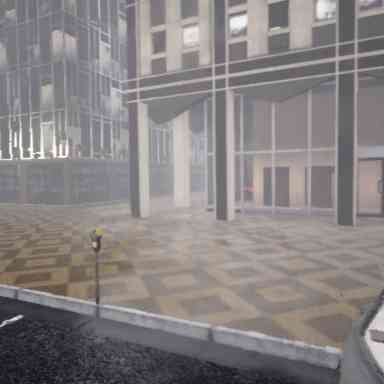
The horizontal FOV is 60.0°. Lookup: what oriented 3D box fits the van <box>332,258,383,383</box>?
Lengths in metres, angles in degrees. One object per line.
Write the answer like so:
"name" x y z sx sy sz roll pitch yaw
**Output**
"van" 2.680 1.209 1.272 3.998 1.788 1.690 0 3 26
